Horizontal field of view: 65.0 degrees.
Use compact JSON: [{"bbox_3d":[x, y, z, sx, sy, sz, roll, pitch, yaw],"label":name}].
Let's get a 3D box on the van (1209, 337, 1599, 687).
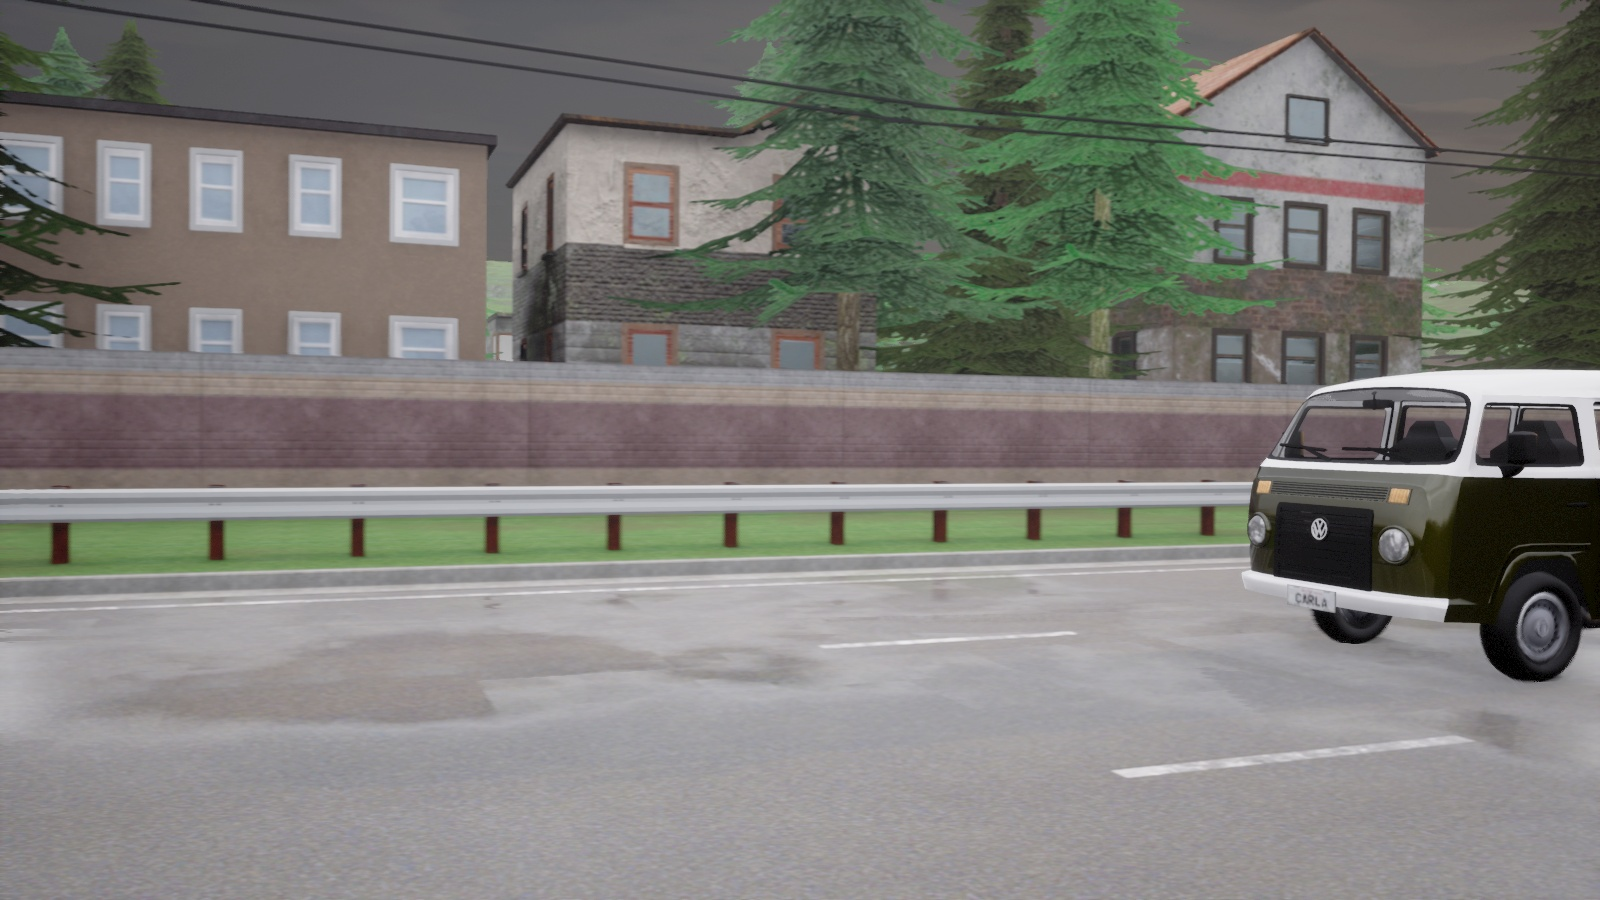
[{"bbox_3d":[5.473,0.315,9.057,4.480,2.038,2.069,-1,1,-21],"label":"van"}]
